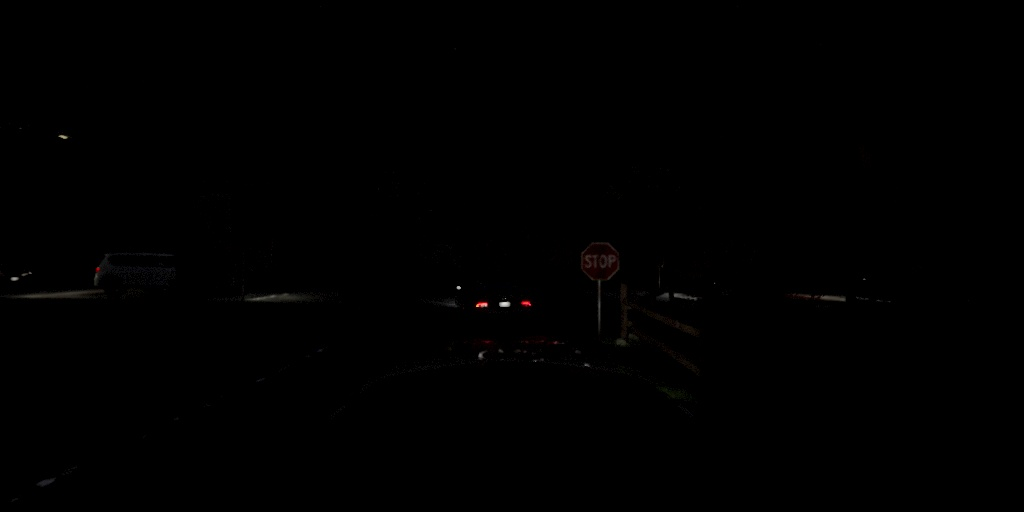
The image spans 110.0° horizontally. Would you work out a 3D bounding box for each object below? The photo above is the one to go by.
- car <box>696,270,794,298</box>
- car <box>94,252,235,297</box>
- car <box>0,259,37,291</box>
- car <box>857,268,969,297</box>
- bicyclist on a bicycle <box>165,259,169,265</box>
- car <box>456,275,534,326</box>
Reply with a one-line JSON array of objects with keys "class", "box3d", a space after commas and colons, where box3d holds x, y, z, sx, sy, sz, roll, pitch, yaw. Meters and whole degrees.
[{"class": "car", "box3d": [12.935, 1.503, 20.099, 4.892, 1.490, 1.837, 1, 0, 1]}, {"class": "car", "box3d": [-16.782, 0.863, 17.459, 5.566, 2.045, 2.150, 1, 0, 1]}, {"class": "car", "box3d": [-27.147, 0.733, 17.573, 5.566, 2.045, 2.150, 1, 0, 0]}, {"class": "car", "box3d": [22.196, 1.457, 20.002, 4.553, 1.767, 2.097, 1, 0, 1]}, {"class": "bicyclist on a bicycle", "box3d": [-22.461, 1.033, 23.504, 0.582, 1.620, 1.656, 1, 0, 1]}, {"class": "car", "box3d": [-0.764, 1.346, 12.002, 2.033, 1.411, 5.357, 0, 0, -13]}]
